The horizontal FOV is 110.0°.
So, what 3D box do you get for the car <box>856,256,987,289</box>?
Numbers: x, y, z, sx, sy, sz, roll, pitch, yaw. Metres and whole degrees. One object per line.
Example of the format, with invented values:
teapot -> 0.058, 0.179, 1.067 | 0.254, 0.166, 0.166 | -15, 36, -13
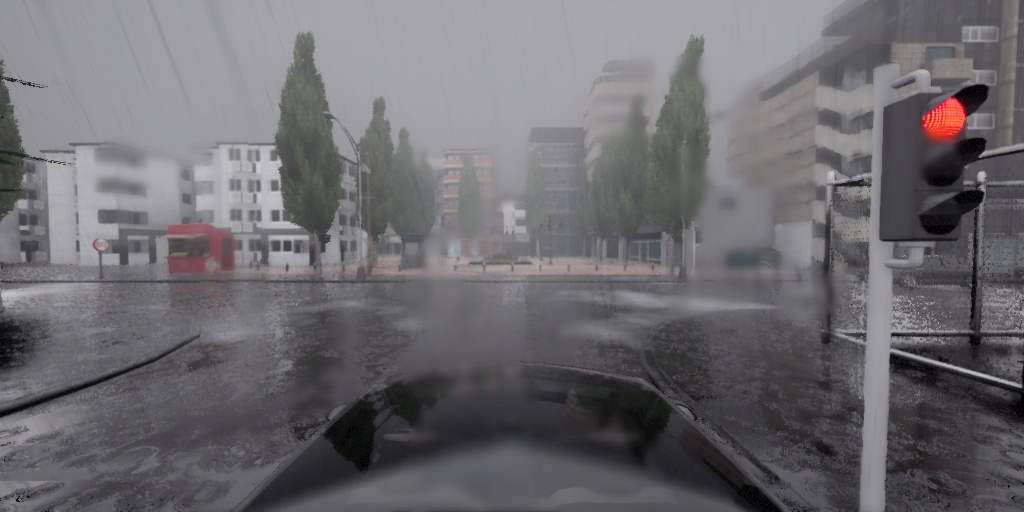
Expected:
car -> 19.316, 0.730, 17.038 | 4.892, 1.490, 1.837 | 0, 2, 0
